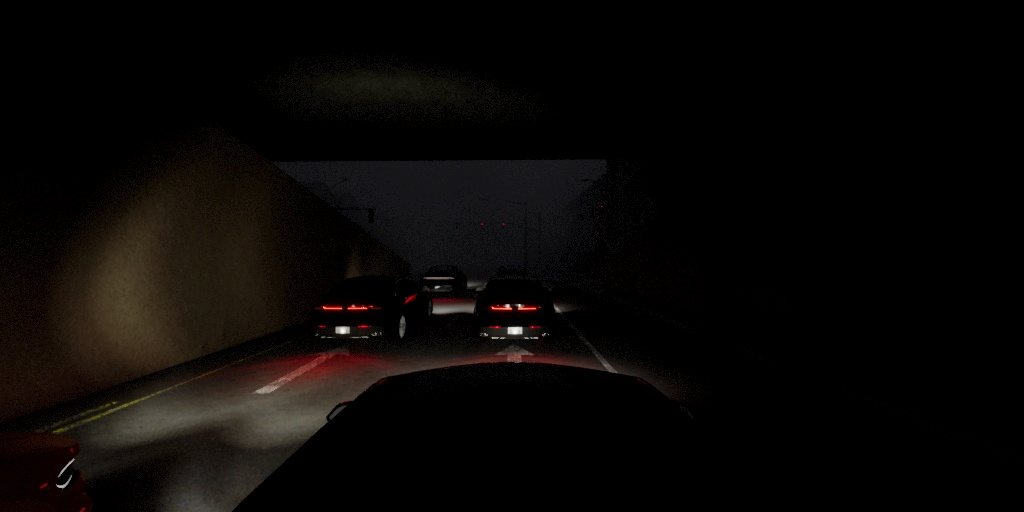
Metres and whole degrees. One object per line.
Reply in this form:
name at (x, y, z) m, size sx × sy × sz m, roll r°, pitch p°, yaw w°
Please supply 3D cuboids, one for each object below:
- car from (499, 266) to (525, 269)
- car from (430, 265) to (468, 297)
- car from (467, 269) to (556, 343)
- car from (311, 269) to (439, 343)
car at (0.008, 1.255, 19.049) m, size 1.837 × 1.490 × 4.892 m, roll 0°, pitch 0°, yaw 0°
car at (-3.488, 1.241, 19.012) m, size 2.128 × 1.511 × 4.902 m, roll 0°, pitch 0°, yaw -1°
car at (0.051, 1.255, 9.639) m, size 1.837 × 1.490 × 4.892 m, roll 0°, pitch 0°, yaw 0°
car at (-3.450, 1.255, 9.695) m, size 1.837 × 1.490 × 4.892 m, roll 0°, pitch 0°, yaw 0°
